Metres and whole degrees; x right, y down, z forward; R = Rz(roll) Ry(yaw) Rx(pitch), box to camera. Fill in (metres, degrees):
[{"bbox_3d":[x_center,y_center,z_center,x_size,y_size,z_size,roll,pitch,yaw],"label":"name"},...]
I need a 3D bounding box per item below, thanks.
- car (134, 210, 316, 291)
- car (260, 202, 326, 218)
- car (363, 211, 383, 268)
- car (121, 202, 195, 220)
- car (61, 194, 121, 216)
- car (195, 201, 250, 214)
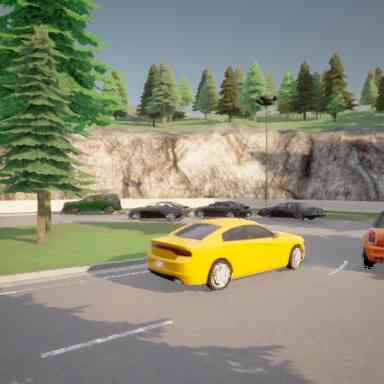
[{"bbox_3d":[1.141,1.474,9.141,5.008,1.535,1.882,0,0,-40],"label":"car"},{"bbox_3d":[8.010,1.534,27.064,2.033,1.411,5.357,0,0,-42],"label":"car"},{"bbox_3d":[6.849,1.344,10.755,2.097,1.767,4.553,0,0,32],"label":"car"},{"bbox_3d":[-2.588,1.484,25.712,4.902,1.511,2.128,0,0,18],"label":"car"},{"bbox_3d":[-9.657,1.214,32.253,5.566,2.045,2.150,0,0,-13],"label":"car"},{"bbox_3d":[2.418,1.494,27.347,4.892,1.490,1.837,0,-2,36],"label":"car"}]
